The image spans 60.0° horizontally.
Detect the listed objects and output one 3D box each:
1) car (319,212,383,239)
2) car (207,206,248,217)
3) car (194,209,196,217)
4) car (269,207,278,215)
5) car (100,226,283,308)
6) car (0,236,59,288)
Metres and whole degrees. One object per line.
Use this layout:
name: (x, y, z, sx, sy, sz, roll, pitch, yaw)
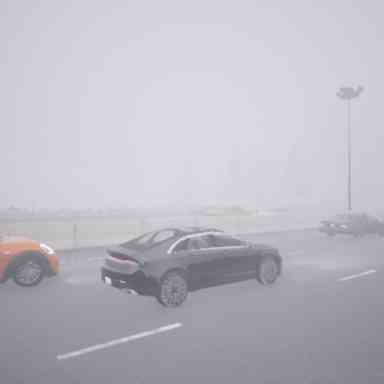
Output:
car: (9.683, 1.917, 19.661, 5.357, 1.411, 2.033, 1, -1, -37)
car: (3.706, 2.081, 32.901, 5.008, 1.535, 1.882, 1, -2, -37)
car: (1.793, 2.310, 40.192, 4.181, 1.385, 1.994, 1, -2, -36)
car: (7.842, 2.135, 31.610, 4.674, 1.442, 1.812, 1, -2, -36)
car: (0.230, 1.618, 8.268, 4.902, 1.511, 2.128, 1, -1, -37)
car: (-5.752, 1.482, 8.189, 4.553, 1.767, 2.097, 1, -1, -37)
